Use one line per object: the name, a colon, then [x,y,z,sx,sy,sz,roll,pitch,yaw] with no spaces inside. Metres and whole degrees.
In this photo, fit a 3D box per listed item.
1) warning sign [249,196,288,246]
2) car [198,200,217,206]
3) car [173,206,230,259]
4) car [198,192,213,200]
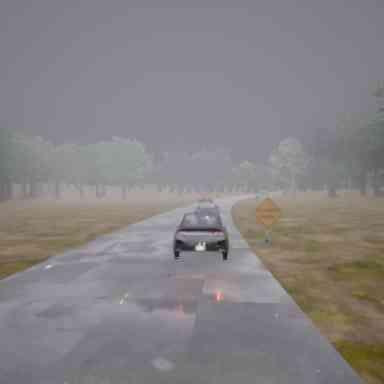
warning sign: [3.020,1.121,13.334,1.300,1.860,1.060,2,2,3]
car: [1.294,1.587,26.875,1.895,1.301,4.718,0,0,6]
car: [0.381,1.493,12.554,2.128,1.511,4.902,0,0,3]
car: [2.490,1.007,59.401,2.150,2.045,5.566,0,1,11]
